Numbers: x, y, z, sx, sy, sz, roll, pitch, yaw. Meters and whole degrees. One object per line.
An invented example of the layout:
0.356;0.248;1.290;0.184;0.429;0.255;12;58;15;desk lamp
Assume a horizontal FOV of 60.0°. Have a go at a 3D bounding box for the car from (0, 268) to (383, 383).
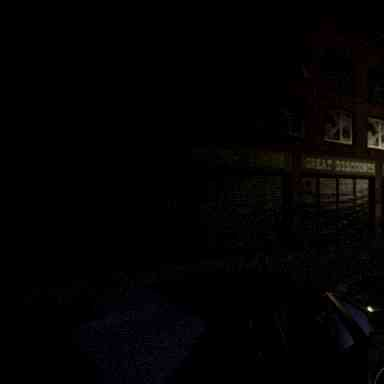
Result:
0.235;1.556;3.110;5.357;1.411;2.033;0;0;-35;car
